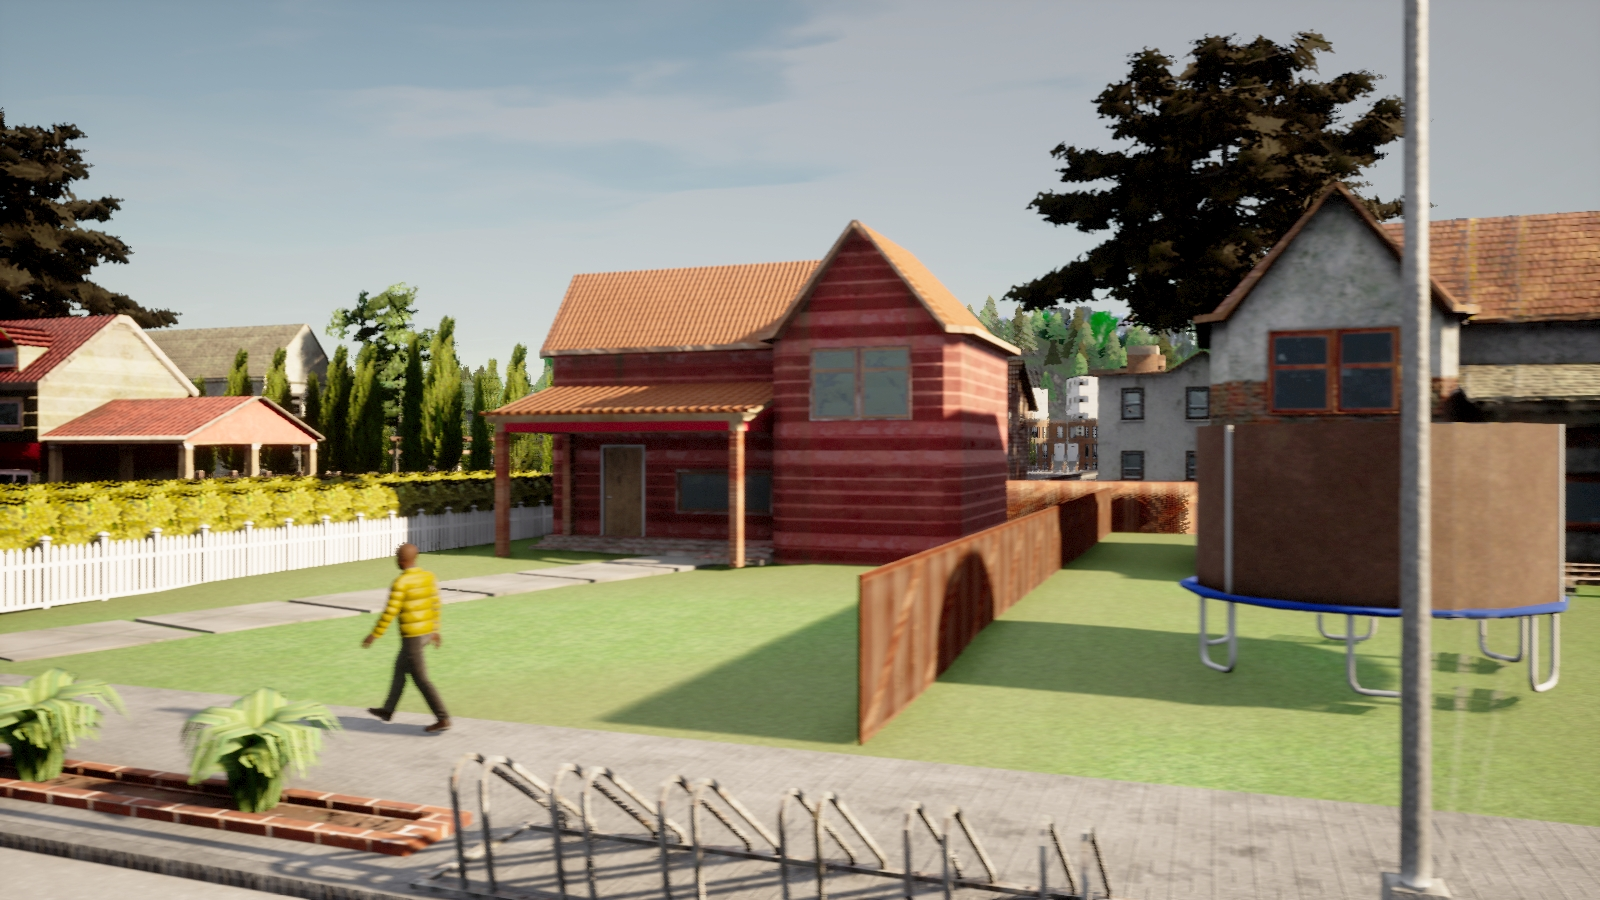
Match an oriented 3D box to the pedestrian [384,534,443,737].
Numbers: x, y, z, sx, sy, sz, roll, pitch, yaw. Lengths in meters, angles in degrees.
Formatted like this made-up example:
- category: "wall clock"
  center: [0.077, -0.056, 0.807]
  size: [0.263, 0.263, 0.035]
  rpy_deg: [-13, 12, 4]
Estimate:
- category: "pedestrian"
  center: [-3.675, 1.744, 10.866]
  size: [0.375, 1.860, 0.375]
  rpy_deg: [0, 0, 19]
